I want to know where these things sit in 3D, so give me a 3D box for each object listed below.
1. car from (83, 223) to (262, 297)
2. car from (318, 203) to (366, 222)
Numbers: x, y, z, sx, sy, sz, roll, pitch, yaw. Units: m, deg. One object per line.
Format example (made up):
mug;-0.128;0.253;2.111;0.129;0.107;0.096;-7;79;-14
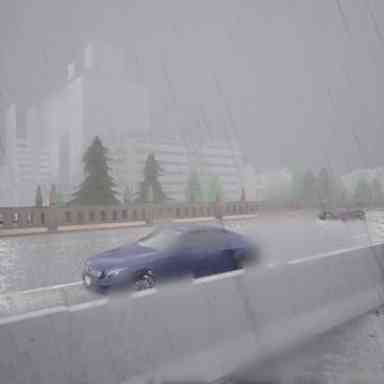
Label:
car;-0.261;1.542;8.207;4.674;1.442;1.812;0;0;-37
car;11.704;1.550;25.916;4.181;1.385;1.994;0;0;-37
